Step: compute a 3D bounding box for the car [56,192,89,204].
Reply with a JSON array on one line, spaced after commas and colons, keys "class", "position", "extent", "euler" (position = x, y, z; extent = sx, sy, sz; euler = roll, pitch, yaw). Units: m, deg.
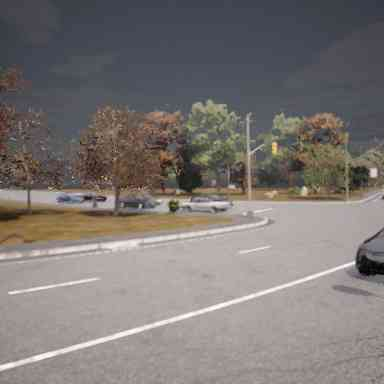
[{"class": "car", "position": [-16.229, 0.779, 44.327], "extent": [4.674, 1.442, 1.812], "euler": [2, 3, 36]}]

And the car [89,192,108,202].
[{"class": "car", "position": [-14.076, 0.736, 47.093], "extent": [4.718, 1.301, 1.895], "euler": [2, 3, 36]}]

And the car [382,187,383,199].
[{"class": "car", "position": [26.400, -0.134, 43.693], "extent": [2.150, 2.045, 5.566], "euler": [-1, 1, 34]}]

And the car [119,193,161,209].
[{"class": "car", "position": [-6.129, 1.062, 36.963], "extent": [4.892, 1.490, 1.837], "euler": [1, 3, 36]}]

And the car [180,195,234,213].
[{"class": "car", "position": [1.259, 1.219, 31.580], "extent": [4.718, 1.301, 1.895], "euler": [0, 2, 36]}]

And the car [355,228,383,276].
[{"class": "car", "position": [6.204, 1.470, 9.058], "extent": [4.181, 1.385, 1.994], "euler": [-2, 1, -40]}]

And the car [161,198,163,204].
[{"class": "car", "position": [-5.746, 0.898, 41.010], "extent": [4.902, 1.511, 2.128], "euler": [1, 3, 36]}]
